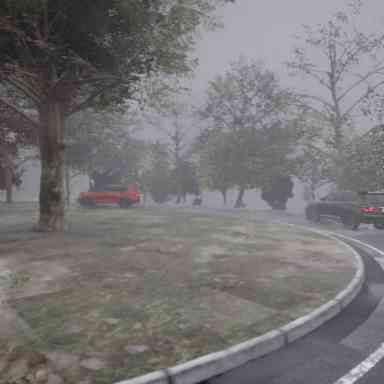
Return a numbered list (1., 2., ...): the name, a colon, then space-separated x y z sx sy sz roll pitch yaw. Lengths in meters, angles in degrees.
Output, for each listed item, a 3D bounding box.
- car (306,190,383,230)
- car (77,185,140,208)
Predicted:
1. car: 8.833 0.926 18.931 2.150 2.045 5.566 1 1 -14
2. car: -7.557 0.383 30.566 5.566 2.045 2.150 1 1 -2
